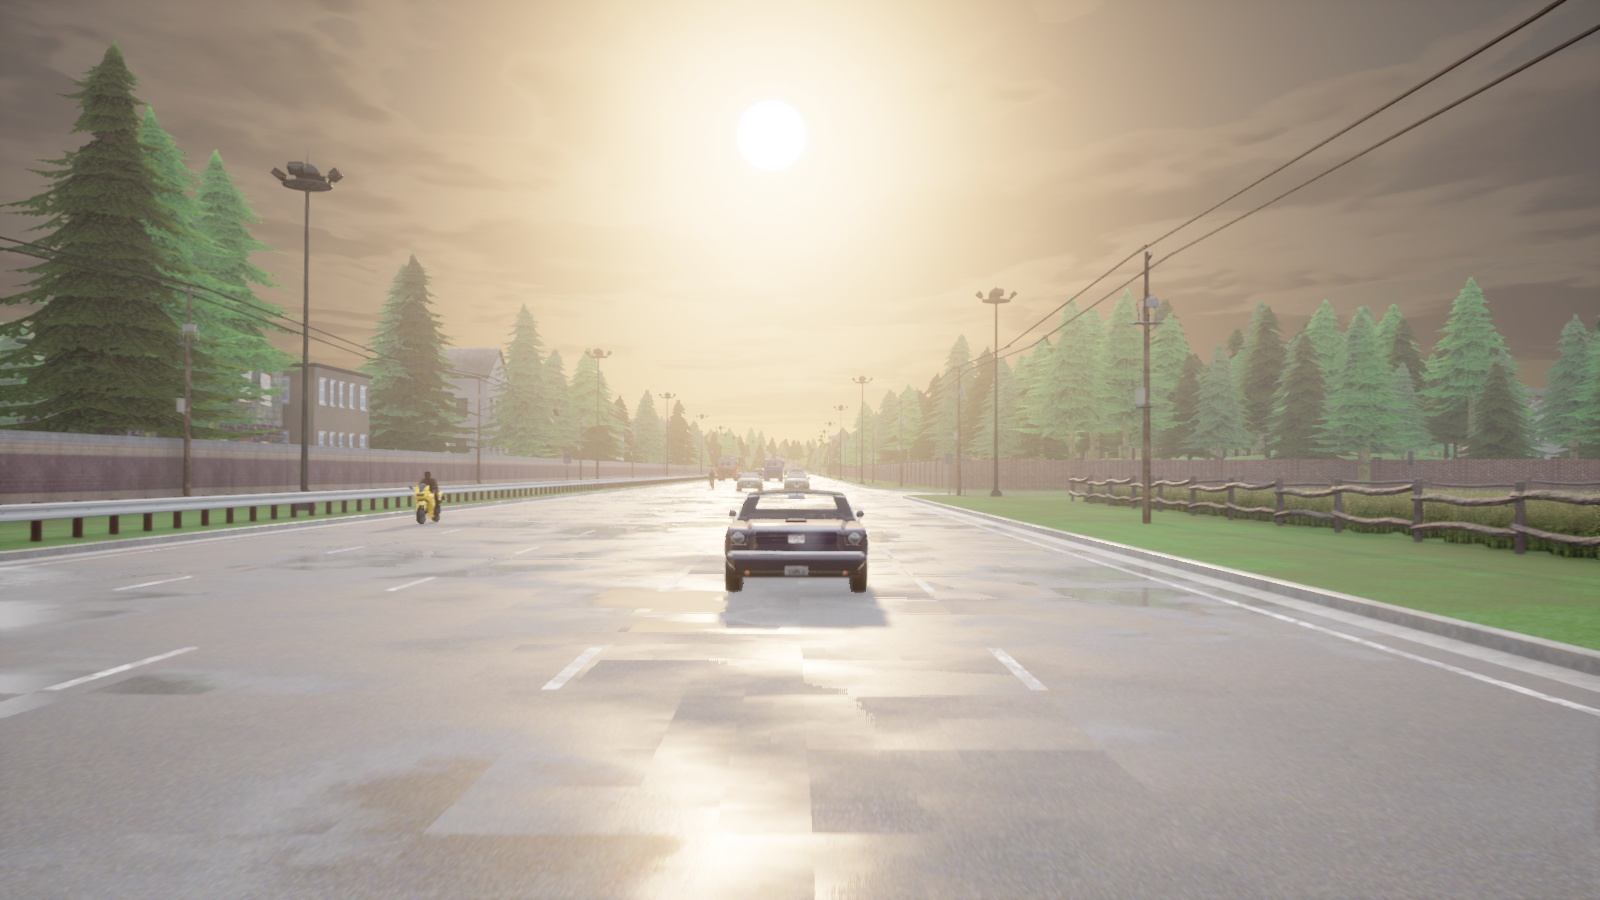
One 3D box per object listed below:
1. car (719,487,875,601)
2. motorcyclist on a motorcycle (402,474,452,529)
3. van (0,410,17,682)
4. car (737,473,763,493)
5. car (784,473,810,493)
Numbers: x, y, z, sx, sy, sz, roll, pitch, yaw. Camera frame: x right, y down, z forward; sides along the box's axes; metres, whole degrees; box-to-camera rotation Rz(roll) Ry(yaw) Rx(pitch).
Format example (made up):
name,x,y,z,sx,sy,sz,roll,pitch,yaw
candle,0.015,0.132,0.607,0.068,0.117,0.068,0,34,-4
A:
name,x,y,z,sx,sy,sz,roll,pitch,yaw
car,-0.042,1.210,17.590,1.895,1.301,4.718,0,-1,0
motorcyclist on a motorcycle,-10.586,1.437,35.715,0.797,1.523,2.044,0,-1,0
van,-7.019,0.689,7.353,2.069,2.038,4.480,0,-1,0
car,-3.726,2.431,94.245,1.812,1.442,4.674,0,-1,0
car,-0.223,2.393,92.837,1.812,1.442,4.674,0,-1,0
